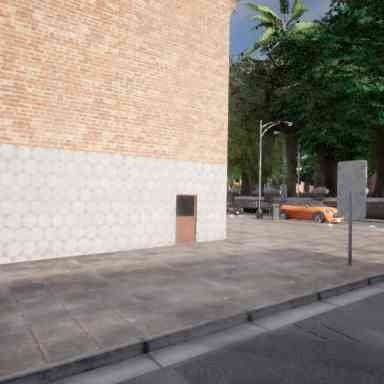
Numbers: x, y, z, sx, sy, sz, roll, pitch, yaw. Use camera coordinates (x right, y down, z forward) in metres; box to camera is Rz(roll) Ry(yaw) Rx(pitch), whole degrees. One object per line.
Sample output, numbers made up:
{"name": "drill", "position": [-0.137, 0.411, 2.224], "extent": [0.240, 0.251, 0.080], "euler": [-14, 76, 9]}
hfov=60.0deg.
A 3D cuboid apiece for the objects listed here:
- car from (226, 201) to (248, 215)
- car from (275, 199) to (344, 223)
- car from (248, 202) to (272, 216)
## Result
{"name": "car", "position": [2.733, 1.534, 33.211], "extent": [2.033, 1.411, 5.357], "euler": [2, -1, -35]}
{"name": "car", "position": [8.755, 1.344, 24.606], "extent": [2.097, 1.767, 4.553], "euler": [2, -1, -35]}
{"name": "car", "position": [6.357, 1.658, 33.181], "extent": [1.895, 1.301, 4.718], "euler": [2, -1, -35]}
